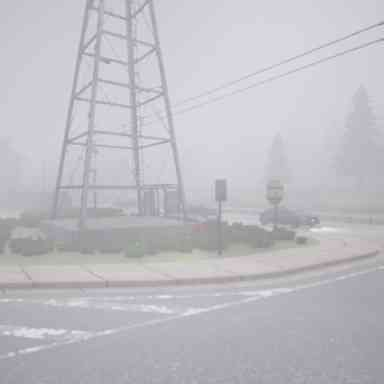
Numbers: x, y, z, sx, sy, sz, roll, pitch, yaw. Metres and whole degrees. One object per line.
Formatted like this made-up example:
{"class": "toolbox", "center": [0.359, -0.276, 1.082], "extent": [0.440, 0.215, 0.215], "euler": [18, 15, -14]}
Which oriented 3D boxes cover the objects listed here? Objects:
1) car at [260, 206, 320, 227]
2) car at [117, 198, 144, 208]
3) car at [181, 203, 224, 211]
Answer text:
{"class": "car", "center": [6.653, 1.666, 23.048], "extent": [1.994, 1.385, 4.181], "euler": [0, 0, -35]}
{"class": "car", "center": [-8.339, 1.590, 47.116], "extent": [5.008, 1.535, 1.882], "euler": [0, 0, 17]}
{"class": "car", "center": [0.958, 1.704, 31.412], "extent": [1.895, 1.301, 4.718], "euler": [0, 0, -34]}
